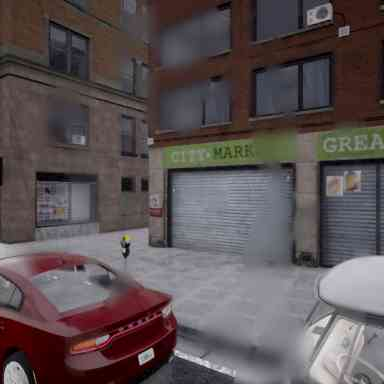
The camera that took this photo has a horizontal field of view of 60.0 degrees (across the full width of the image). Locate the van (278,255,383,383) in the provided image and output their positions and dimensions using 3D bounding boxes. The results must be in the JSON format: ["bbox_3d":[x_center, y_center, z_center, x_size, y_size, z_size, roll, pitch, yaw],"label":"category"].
[{"bbox_3d":[2.328,1.341,1.417,3.998,1.788,1.690,0,0,35],"label":"van"}]

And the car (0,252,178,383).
[{"bbox_3d":[-2.282,1.544,4.701,4.507,1.381,1.887,0,0,35],"label":"car"}]
